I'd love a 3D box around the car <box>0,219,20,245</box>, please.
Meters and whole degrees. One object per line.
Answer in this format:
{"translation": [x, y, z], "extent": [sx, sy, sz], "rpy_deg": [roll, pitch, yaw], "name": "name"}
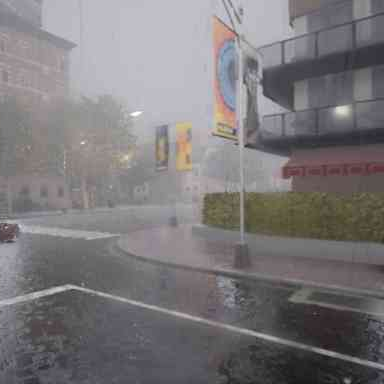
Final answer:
{"translation": [-8.813, 1.724, 13.927], "extent": [1.895, 1.301, 4.718], "rpy_deg": [0, 0, -12], "name": "car"}
